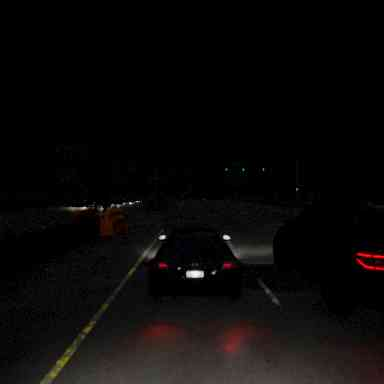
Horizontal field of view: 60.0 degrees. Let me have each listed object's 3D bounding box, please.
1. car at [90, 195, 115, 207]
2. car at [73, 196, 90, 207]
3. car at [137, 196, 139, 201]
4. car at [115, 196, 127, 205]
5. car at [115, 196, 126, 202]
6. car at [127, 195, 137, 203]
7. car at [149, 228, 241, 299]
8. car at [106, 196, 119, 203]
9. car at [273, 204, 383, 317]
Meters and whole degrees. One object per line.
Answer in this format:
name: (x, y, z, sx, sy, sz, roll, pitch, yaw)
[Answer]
car: (-14.345, 1.670, 53.652, 1.837, 1.490, 4.892, 0, 0, 0)
car: (-17.852, 1.519, 54.612, 2.097, 1.767, 4.553, 0, 0, 0)
car: (-15.221, 1.768, 90.112, 2.033, 1.411, 5.357, 0, 0, -7)
car: (-14.357, 1.708, 63.914, 1.812, 1.442, 4.674, 0, 0, 0)
car: (-18.106, 1.814, 84.549, 1.895, 1.301, 4.718, 0, 0, -3)
car: (-14.389, 1.558, 75.381, 2.097, 1.767, 4.553, 0, 0, 0)
car: (0.065, 1.618, 8.628, 1.994, 1.385, 4.181, 0, 0, 0)
car: (-17.884, 1.725, 74.632, 1.812, 1.442, 4.674, 0, 0, 0)
car: (3.583, 1.271, 7.731, 2.150, 2.045, 5.566, 0, 0, -2)
